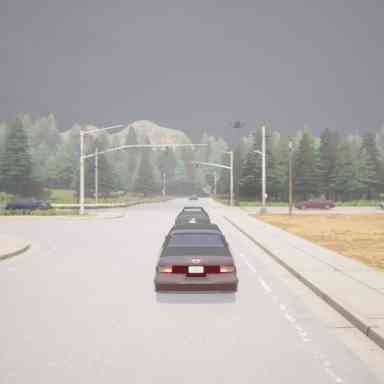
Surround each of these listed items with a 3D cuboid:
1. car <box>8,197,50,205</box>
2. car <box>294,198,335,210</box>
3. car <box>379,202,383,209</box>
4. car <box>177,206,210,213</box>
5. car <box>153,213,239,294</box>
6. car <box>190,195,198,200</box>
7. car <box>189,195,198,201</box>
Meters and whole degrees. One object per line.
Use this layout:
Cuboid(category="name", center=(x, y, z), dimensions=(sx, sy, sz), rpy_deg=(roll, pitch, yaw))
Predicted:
Cuboid(category="car", center=(-18.034, 1.388, 37.099), dimensions=(4.553, 1.767, 2.097), rpy_deg=(0, 0, 1))
Cuboid(category="car", center=(14.770, 1.449, 40.161), dimensions=(4.674, 1.442, 1.812), rpy_deg=(0, 0, 1))
Cuboid(category="car", center=(25.049, 1.415, 39.964), dimensions=(4.674, 1.442, 1.812), rpy_deg=(0, 0, 1))
Cuboid(category="car", center=(0.069, 1.535, 19.534), dimensions=(1.994, 1.385, 4.181), rpy_deg=(0, 0, 1))
Cuboid(category="car", center=(0.085, 1.538, 8.927), dimensions=(2.033, 1.411, 5.357), rpy_deg=(0, 0, 0))
Cuboid(category="car", center=(0.644, 1.421, 91.797), dimensions=(1.994, 1.385, 4.181), rpy_deg=(0, 0, 2))
Cuboid(category="car", center=(0.275, 1.479, 81.817), dimensions=(1.895, 1.301, 4.718), rpy_deg=(0, 0, 2))
